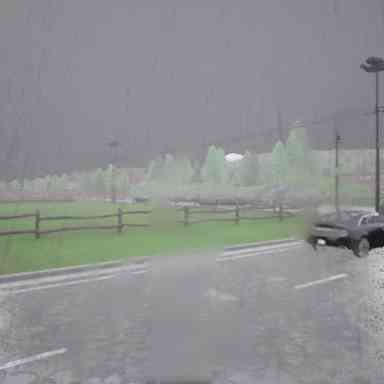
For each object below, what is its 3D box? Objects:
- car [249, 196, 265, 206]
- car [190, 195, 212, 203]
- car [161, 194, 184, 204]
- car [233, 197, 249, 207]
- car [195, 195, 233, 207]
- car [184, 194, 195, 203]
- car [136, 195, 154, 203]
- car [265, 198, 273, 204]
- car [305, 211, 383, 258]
[{"bbox_3d":[8.494,1.468,52.819,2.033,1.411,5.357,0,0,-36],"label":"car"},{"bbox_3d":[1.741,1.410,68.125,1.837,1.490,4.892,0,0,-36],"label":"car"},{"bbox_3d":[-4.218,1.431,64.382,1.837,1.490,4.892,0,0,-36],"label":"car"},{"bbox_3d":[5.889,1.529,50.438,1.895,1.301,4.718,0,0,-36],"label":"car"},{"bbox_3d":[3.089,1.426,48.335,2.128,1.511,4.902,0,0,-36],"label":"car"},{"bbox_3d":[-1.136,1.272,66.098,2.097,1.767,4.553,0,0,-36],"label":"car"},{"bbox_3d":[-9.211,1.415,65.323,1.882,1.535,5.008,0,0,-36],"label":"car"},{"bbox_3d":[11.132,1.405,55.158,2.128,1.511,4.902,0,0,-36],"label":"car"},{"bbox_3d":[6.345,1.466,12.615,4.902,1.511,2.128,0,0,-35],"label":"car"}]
